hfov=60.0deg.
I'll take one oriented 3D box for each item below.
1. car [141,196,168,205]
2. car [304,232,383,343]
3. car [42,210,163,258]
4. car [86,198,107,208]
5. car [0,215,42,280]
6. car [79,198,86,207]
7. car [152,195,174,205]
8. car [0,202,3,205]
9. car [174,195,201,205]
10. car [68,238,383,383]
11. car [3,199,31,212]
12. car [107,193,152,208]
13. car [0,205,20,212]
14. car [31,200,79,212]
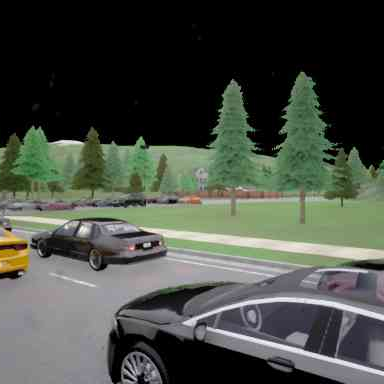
[{"bbox_3d":[-6.854,1.476,60.777,1.882,1.535,5.008,0,0,39],"label":"car"},{"bbox_3d":[4.181,1.564,5.205,4.181,1.385,1.994,0,0,38],"label":"car"},{"bbox_3d":[-3.248,1.547,10.959,5.357,1.411,2.033,0,0,38],"label":"car"},{"bbox_3d":[-12.531,1.562,48.039,1.994,1.385,4.181,0,0,38],"label":"car"},{"bbox_3d":[-6.256,1.477,8.864,5.008,1.535,1.882,0,0,38],"label":"car"},{"bbox_3d":[-15.853,1.562,49.485,1.994,1.385,4.181,0,0,38],"label":"car"},{"bbox_3d":[-4.152,1.351,58.564,2.097,1.767,4.553,0,0,39],"label":"car"},{"bbox_3d":[-22.374,1.563,41.280,1.994,1.385,4.181,0,0,38],"label":"car"},{"bbox_3d":[-0.436,1.351,57.612,2.097,1.767,4.553,0,0,39],"label":"car"},{"bbox_3d":[1.216,1.492,3.083,4.902,1.511,2.128,0,0,38],"label":"car"},{"bbox_3d":[-19.247,1.599,39.589,1.895,1.301,4.718,0,0,38],"label":"car"},{"bbox_3d":[-8.783,1.221,47.128,2.150,2.045,5.566,0,0,39],"label":"car"},{"bbox_3d":[-11.235,1.547,17.099,5.357,1.411,2.033,0,0,38],"label":"car"},{"bbox_3d":[-15.764,1.563,38.343,1.994,1.385,4.181,0,0,38],"label":"car"}]
